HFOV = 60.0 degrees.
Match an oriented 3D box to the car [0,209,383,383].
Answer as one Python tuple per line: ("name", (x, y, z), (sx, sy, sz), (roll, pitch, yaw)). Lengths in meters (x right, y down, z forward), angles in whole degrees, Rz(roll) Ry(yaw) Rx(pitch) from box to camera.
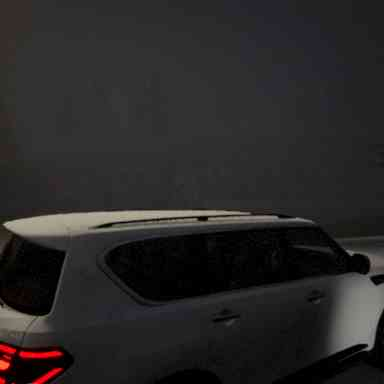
("car", (0.543, 1.233, 4.071), (5.566, 2.045, 2.150), (0, 0, -35))

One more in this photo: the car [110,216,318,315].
("car", (0.694, 1.515, 8.347), (4.902, 1.511, 2.128), (0, 0, -33))
